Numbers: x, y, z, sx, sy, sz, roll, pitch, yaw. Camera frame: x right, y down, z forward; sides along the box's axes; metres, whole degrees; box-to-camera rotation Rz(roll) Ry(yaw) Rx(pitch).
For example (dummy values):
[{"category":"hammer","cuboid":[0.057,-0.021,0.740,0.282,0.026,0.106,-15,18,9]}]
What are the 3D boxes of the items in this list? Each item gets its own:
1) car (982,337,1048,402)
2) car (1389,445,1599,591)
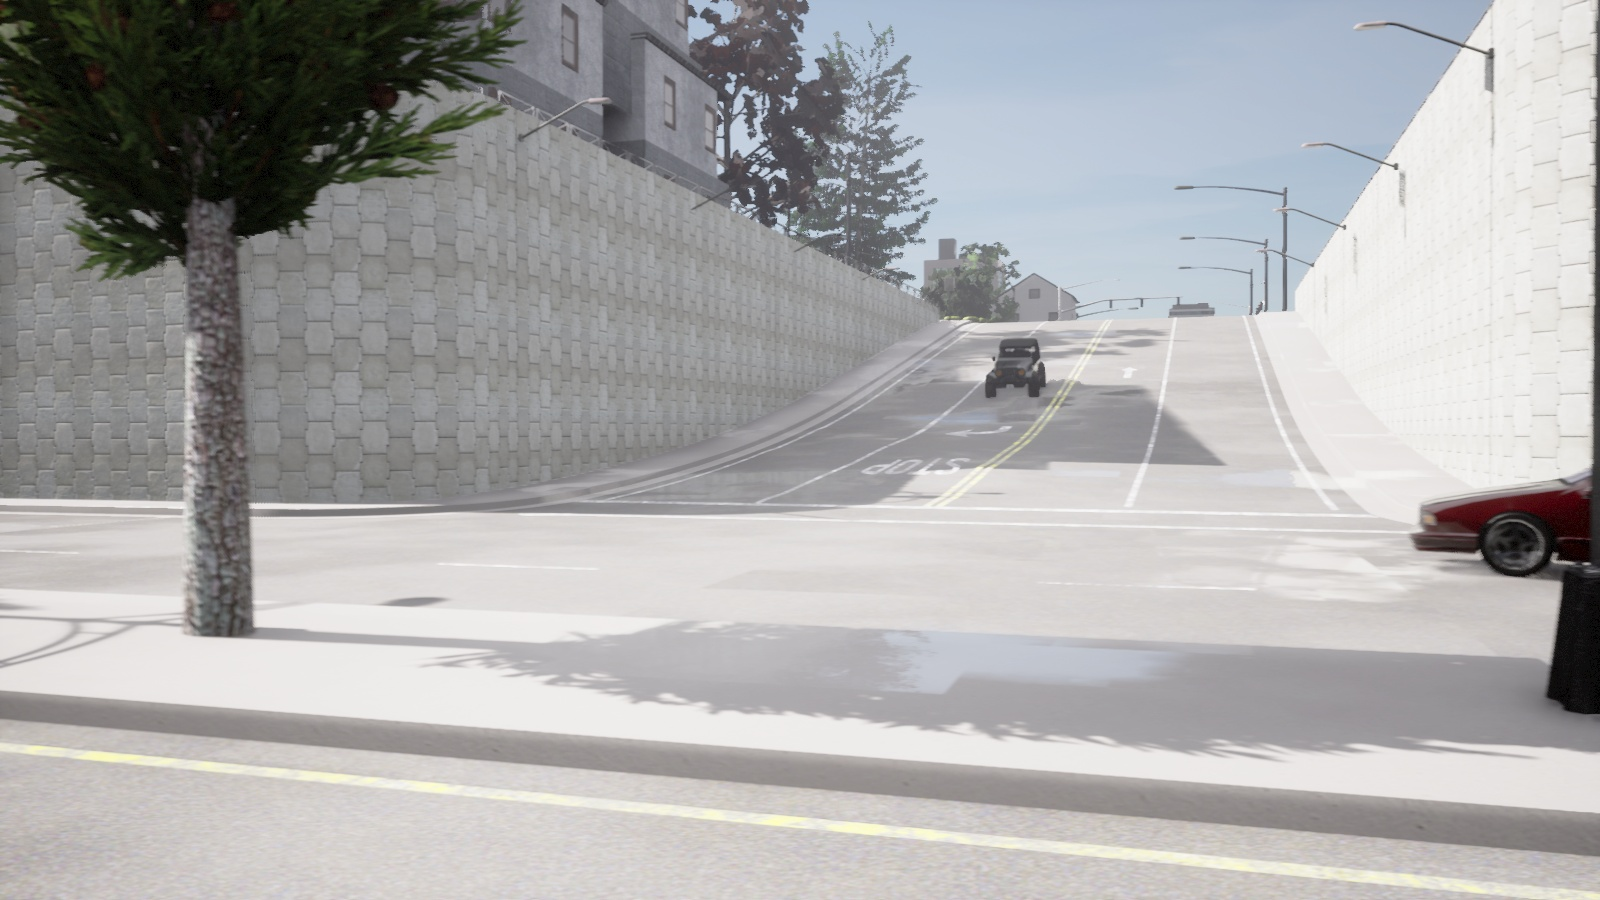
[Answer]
[{"category":"car","cuboid":[8.078,-3.035,46.904,1.905,1.878,3.866,1,12,18]},{"category":"car","cuboid":[9.160,0.700,13.049,5.357,1.411,2.033,1,1,29]}]
